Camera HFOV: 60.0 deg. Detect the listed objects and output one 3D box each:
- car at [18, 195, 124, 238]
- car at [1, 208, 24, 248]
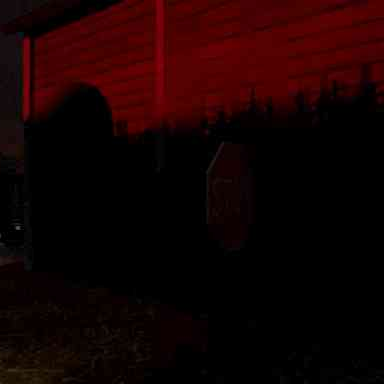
[{"bbox_3d":[-6.703,1.223,19.154,2.150,2.045,5.566,0,0,34],"label":"car"},{"bbox_3d":[-5.588,1.357,14.337,2.097,1.767,4.553,0,0,24],"label":"car"}]
